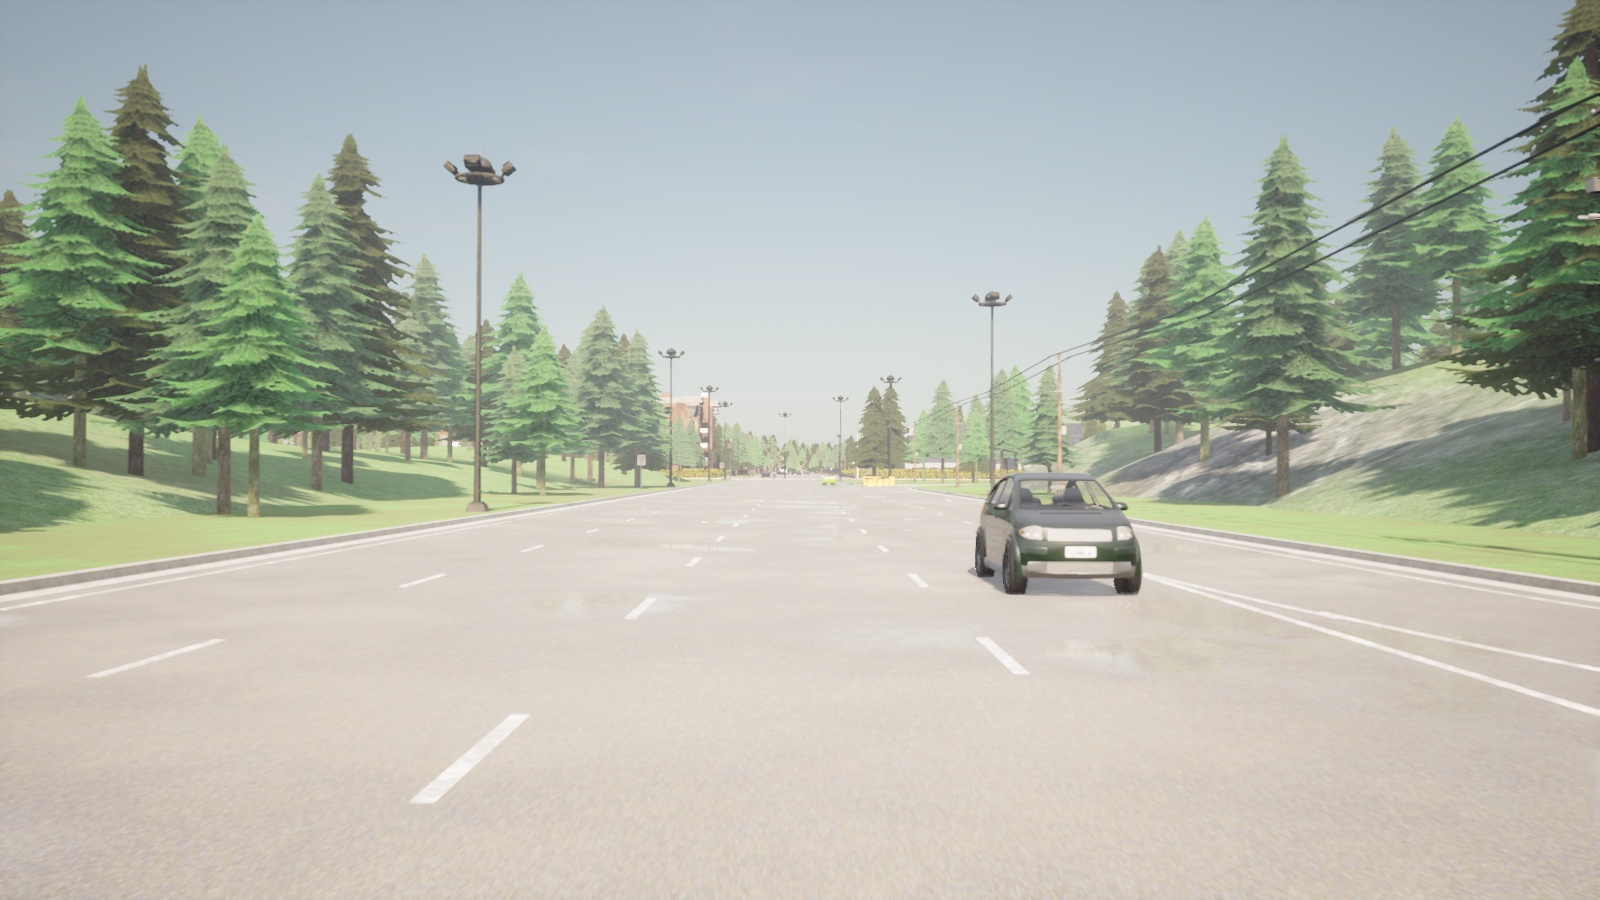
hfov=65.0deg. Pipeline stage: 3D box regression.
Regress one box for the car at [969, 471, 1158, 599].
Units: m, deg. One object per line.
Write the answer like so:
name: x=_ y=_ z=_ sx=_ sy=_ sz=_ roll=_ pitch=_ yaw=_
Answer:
car: x=3.458 y=1.066 z=17.146 sx=1.789 sy=1.549 sz=3.705 roll=0 pitch=-1 yaw=0
